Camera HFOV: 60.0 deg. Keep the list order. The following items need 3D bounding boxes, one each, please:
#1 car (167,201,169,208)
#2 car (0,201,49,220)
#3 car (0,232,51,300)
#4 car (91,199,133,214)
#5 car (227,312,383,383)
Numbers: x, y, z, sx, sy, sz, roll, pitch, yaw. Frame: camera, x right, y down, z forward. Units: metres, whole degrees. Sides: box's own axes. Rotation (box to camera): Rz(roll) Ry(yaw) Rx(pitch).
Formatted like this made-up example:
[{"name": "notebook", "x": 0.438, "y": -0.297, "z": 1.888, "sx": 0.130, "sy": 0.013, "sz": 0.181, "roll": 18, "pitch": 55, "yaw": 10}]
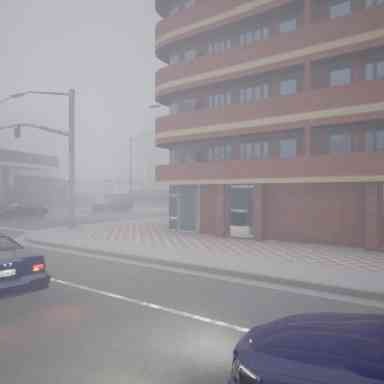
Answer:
[{"name": "car", "x": -1.544, "y": 1.353, "z": 47.007, "sx": 2.097, "sy": 1.767, "sz": 4.553, "roll": 0, "pitch": 0, "yaw": 35}, {"name": "car", "x": -14.478, "y": 1.526, "z": 28.007, "sx": 1.812, "sy": 1.442, "sz": 4.674, "roll": 0, "pitch": 0, "yaw": 34}, {"name": "car", "x": -5.380, "y": 1.547, "z": 7.717, "sx": 5.357, "sy": 1.411, "sz": 2.033, "roll": 0, "pitch": 0, "yaw": 38}, {"name": "car", "x": -8.733, "y": 1.478, "z": 36.474, "sx": 1.882, "sy": 1.535, "sz": 5.008, "roll": 0, "pitch": 0, "yaw": 34}, {"name": "car", "x": 2.476, "y": 1.526, "z": 2.225, "sx": 4.674, "sy": 1.442, "sz": 1.812, "roll": 0, "pitch": 0, "yaw": 35}]
